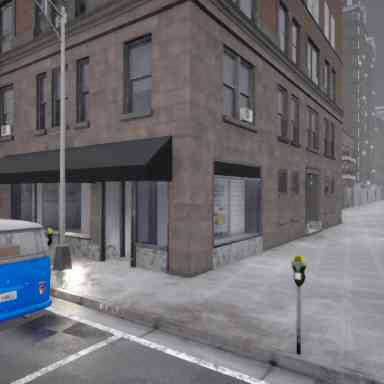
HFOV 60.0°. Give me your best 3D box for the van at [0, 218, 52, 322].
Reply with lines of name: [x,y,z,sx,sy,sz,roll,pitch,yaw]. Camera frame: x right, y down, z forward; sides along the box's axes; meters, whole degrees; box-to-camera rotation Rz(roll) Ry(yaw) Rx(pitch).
van: [-4.288,1.340,6.080,3.998,1.788,1.690,0,0,35]
